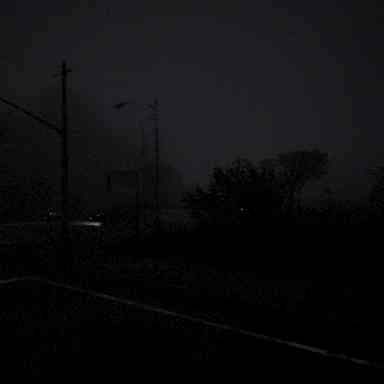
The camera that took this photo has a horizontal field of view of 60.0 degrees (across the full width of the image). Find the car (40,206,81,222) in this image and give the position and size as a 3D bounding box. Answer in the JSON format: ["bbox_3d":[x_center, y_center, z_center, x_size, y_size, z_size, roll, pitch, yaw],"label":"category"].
[{"bbox_3d":[-11.157,1.934,30.173,1.895,1.301,4.718,-1,-1,39],"label":"car"}]

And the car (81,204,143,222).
[{"bbox_3d":[-6.826,1.835,29.979,2.033,1.411,5.357,-1,-1,39],"label":"car"}]
